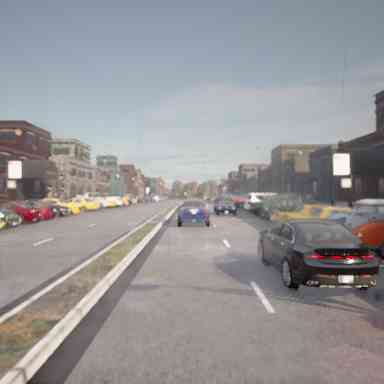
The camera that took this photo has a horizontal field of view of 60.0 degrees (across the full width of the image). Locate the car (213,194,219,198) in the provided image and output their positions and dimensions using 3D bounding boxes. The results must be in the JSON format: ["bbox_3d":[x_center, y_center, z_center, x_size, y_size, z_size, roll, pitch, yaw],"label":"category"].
[{"bbox_3d":[7.672,1.386,66.732,5.566,2.045,2.435,0,-1,0],"label":"car"}]

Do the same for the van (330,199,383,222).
[{"bbox_3d":[7.524,1.242,11.598,4.442,1.987,1.878,0,0,0],"label":"van"}]

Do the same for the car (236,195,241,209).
[{"bbox_3d":[7.671,1.399,36.418,4.792,1.488,2.163,0,0,0],"label":"car"}]

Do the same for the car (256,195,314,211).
[{"bbox_3d":[7.610,1.290,25.390,4.553,1.767,2.185,0,0,0],"label":"car"}]

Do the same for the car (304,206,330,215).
[{"bbox_3d":[7.638,1.500,14.358,4.674,1.452,2.002,0,0,0],"label":"car"}]

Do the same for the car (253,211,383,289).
[{"bbox_3d":[3.100,1.498,9.107,1.837,1.490,4.892,0,0,0],"label":"car"}]

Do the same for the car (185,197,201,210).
[{"bbox_3d":[0.102,1.366,41.580,1.882,1.535,5.008,0,0,0],"label":"car"}]

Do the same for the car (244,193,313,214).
[{"bbox_3d":[7.613,1.151,28.147,5.566,2.045,2.435,0,0,0],"label":"car"}]

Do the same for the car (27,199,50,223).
[{"bbox_3d":[-12.842,1.425,22.726,5.008,1.535,2.097,0,0,0],"label":"car"}]

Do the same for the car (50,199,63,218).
[{"bbox_3d":[-12.871,1.440,25.506,4.792,1.488,2.163,0,0,0],"label":"car"}]

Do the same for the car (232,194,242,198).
[{"bbox_3d":[7.637,1.364,39.170,5.008,1.535,2.097,0,0,0],"label":"car"}]

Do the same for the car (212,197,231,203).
[{"bbox_3d":[7.616,1.971,86.025,4.792,1.488,2.163,0,-1,0],"label":"car"}]

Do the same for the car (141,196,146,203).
[{"bbox_3d":[-12.760,1.687,69.948,5.008,1.535,2.097,0,-1,0],"label":"car"}]

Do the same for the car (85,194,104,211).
[{"bbox_3d":[-13.005,1.355,36.745,5.366,1.575,1.946,0,0,0],"label":"car"}]

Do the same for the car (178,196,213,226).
[{"bbox_3d":[0.104,1.298,23.134,2.097,1.767,4.553,0,0,0],"label":"car"}]

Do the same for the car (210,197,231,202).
[{"bbox_3d":[7.830,2.036,91.546,5.366,1.575,1.946,0,-1,0],"label":"car"}]

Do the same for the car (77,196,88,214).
[{"bbox_3d":[-12.836,1.381,31.189,5.008,1.535,2.097,0,0,0],"label":"car"}]

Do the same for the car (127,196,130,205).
[{"bbox_3d":[-12.756,1.321,53.279,4.553,1.767,2.185,0,-1,0],"label":"car"}]

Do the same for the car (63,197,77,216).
[{"bbox_3d":[-12.843,1.397,28.285,4.892,1.521,2.231,0,0,0],"label":"car"}]

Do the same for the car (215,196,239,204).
[{"bbox_3d":[7.639,1.717,72.242,5.008,1.535,2.097,0,-1,0],"label":"car"}]

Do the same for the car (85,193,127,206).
[{"bbox_3d":[-12.770,1.137,47.728,5.566,2.045,2.435,0,0,0],"label":"car"}]

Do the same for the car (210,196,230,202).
[{"bbox_3d":[7.460,1.987,88.783,5.366,1.575,1.946,0,-1,0],"label":"car"}]

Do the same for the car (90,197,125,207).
[{"bbox_3d":[-12.791,1.454,50.500,4.674,1.452,2.002,0,-1,0],"label":"car"}]

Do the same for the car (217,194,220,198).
[{"bbox_3d":[7.641,1.638,63.971,4.674,1.452,2.002,0,-1,0],"label":"car"}]

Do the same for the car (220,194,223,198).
[{"bbox_3d":[7.638,1.484,55.700,5.008,1.535,2.097,0,-1,0],"label":"car"}]

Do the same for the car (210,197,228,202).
[{"bbox_3d":[7.669,2.120,94.301,4.792,1.488,2.163,0,-1,0],"label":"car"}]

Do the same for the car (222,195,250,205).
[{"bbox_3d":[7.675,1.396,58.459,4.553,1.767,2.185,0,-1,0],"label":"car"}]

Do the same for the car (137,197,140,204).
[{"bbox_3d":[-12.956,1.562,61.738,5.366,1.575,1.946,0,-1,0],"label":"car"}]

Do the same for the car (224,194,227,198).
[{"bbox_3d":[7.614,1.127,44.681,5.566,2.045,2.435,0,0,0],"label":"car"}]

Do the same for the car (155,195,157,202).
[{"bbox_3d":[-12.723,2.009,89.400,4.892,1.521,2.231,0,-1,0],"label":"car"}]

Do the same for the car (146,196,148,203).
[{"bbox_3d":[-12.743,1.732,72.727,4.892,1.521,2.231,0,-1,0],"label":"car"}]

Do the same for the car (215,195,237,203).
[{"bbox_3d":[7.613,1.634,75.001,4.553,1.767,2.185,0,-1,0],"label":"car"}]

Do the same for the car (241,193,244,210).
[{"bbox_3d":[7.673,1.251,33.660,4.553,1.767,2.185,0,0,0],"label":"car"}]

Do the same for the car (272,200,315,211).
[{"bbox_3d":[7.827,1.438,19.874,5.366,1.575,1.946,0,0,0],"label":"car"}]

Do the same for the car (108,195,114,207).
[{"bbox_3d":[-12.807,1.398,42.173,4.674,1.452,2.002,0,0,0],"label":"car"}]

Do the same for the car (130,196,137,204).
[{"bbox_3d":[-12.782,1.526,58.958,4.892,1.521,2.231,0,-1,0],"label":"car"}]

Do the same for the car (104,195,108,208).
[{"bbox_3d":[-12.817,1.394,39.516,4.674,1.452,2.002,0,0,0],"label":"car"}]

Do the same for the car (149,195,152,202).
[{"bbox_3d":[-12.732,1.821,78.409,5.008,1.535,2.097,0,-1,0],"label":"car"}]

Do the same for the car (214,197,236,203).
[{"bbox_3d":[7.674,1.833,77.755,4.792,1.488,2.163,0,-1,0],"label":"car"}]

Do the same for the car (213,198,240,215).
[{"bbox_3d":[3.102,1.505,32.025,1.895,1.301,4.718,0,0,0],"label":"car"}]

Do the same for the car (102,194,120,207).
[{"bbox_3d":[-12.990,1.367,44.948,5.366,1.575,1.946,0,0,0],"label":"car"}]

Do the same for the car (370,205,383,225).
[{"bbox_3d":[7.672,1.348,8.841,4.553,1.767,2.185,0,0,0],"label":"car"}]

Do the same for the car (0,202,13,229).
[{"bbox_3d":[-12.673,1.447,17.290,5.366,1.575,1.946,0,0,0],"label":"car"}]

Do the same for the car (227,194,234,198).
[{"bbox_3d":[7.614,1.119,41.928,5.566,2.045,2.435,0,0,0],"label":"car"}]

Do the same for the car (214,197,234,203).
[{"bbox_3d":[7.642,1.889,80.549,4.674,1.452,2.002,0,-1,0],"label":"car"}]

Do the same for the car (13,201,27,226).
[{"bbox_3d":[-12.884,1.312,19.947,4.553,1.767,2.185,0,0,0],"label":"car"}]

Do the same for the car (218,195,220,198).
[{"bbox_3d":[7.673,1.589,61.215,4.792,1.488,2.163,0,-1,0],"label":"car"}]

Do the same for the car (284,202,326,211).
[{"bbox_3d":[7.826,1.449,17.114,5.366,1.575,1.946,0,0,0],"label":"car"}]
